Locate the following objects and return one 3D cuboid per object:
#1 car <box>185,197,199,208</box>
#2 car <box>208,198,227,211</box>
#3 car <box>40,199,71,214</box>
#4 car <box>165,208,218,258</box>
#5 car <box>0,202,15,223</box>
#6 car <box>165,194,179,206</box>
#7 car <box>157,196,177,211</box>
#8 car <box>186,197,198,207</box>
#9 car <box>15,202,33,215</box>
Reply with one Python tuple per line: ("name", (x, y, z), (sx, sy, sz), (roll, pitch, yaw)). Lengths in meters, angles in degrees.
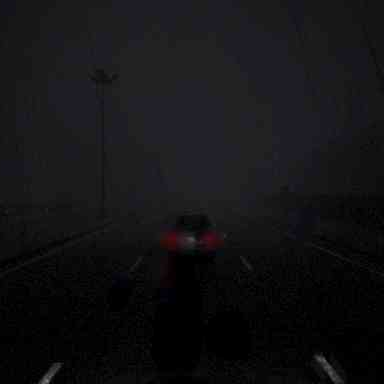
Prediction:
("car", (0.011, 1.619, 43.894), (2.128, 1.511, 4.902), (0, 0, 0))
("car", (3.511, 1.604, 43.797), (1.882, 1.535, 5.008), (0, 0, 0))
("car", (-15.104, 1.597, 37.055), (2.128, 1.511, 4.902), (0, 0, 0))
("car", (-0.021, 1.586, 12.958), (2.033, 1.411, 5.357), (0, 0, 0))
("car", (-15.122, 1.616, 23.469), (2.033, 1.411, 5.357), (0, 0, 0))
("car", (-3.438, 1.379, 54.275), (2.150, 2.045, 5.566), (0, 0, 0))
("car", (-3.489, 1.675, 43.944), (2.033, 1.411, 5.357), (0, 0, 0))
("car", (0.062, 1.662, 54.229), (1.837, 1.490, 4.892), (0, 0, 0))
("car", (-18.602, 1.702, 34.761), (1.895, 1.301, 4.718), (0, 0, 0))
